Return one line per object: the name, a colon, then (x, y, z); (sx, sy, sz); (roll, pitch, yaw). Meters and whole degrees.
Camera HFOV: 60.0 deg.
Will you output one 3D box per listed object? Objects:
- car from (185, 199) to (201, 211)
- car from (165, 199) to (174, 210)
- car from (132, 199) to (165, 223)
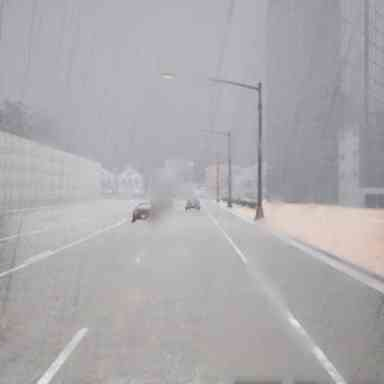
car: (0.096, 1.531, 40.775); (2.033, 1.411, 5.357); (0, 0, 0)
car: (-3.401, 1.583, 43.250); (1.895, 1.301, 4.718); (0, 0, 0)
car: (-3.399, 1.515, 25.451); (1.812, 1.442, 4.674); (0, 0, 0)
